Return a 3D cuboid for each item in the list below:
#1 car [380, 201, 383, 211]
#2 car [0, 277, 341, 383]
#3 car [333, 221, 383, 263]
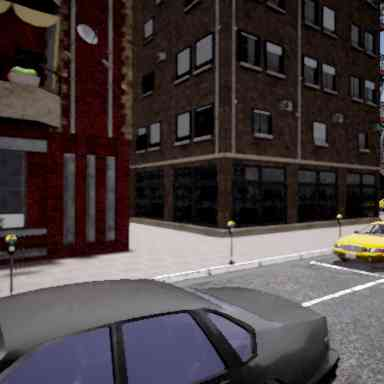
[{"bbox_3d":[23.408,1.680,42.547,1.752,1.417,4.829,0,0,-35],"label":"car"},{"bbox_3d":[-0.992,1.551,2.669,5.357,1.411,2.033,0,0,-35],"label":"car"},{"bbox_3d":[6.707,1.583,11.340,4.829,1.417,1.752,0,0,-35],"label":"car"}]
